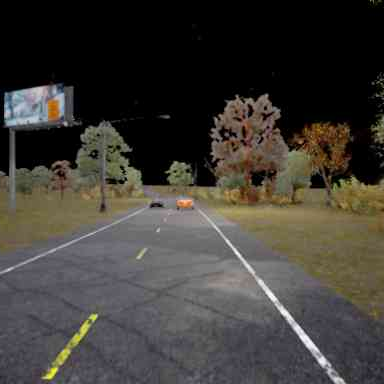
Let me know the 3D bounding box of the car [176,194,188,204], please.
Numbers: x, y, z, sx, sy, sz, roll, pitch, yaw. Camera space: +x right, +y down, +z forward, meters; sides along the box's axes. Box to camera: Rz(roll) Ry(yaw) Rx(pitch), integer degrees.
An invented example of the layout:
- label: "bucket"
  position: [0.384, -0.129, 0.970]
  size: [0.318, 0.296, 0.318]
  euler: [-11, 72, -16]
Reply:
- label: "car"
  position: [-1.948, 1.309, 62.628]
  size: [2.097, 1.767, 4.553]
  euler: [0, 0, -4]

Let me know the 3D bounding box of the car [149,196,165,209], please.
- label: "car"
  position: [-4.626, 1.587, 44.246]
  size: [1.895, 1.301, 4.718]
  euler: [0, 0, -2]

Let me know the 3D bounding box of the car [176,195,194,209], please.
- label: "car"
  position: [-0.930, 1.335, 43.949]
  size: [2.097, 1.767, 4.553]
  euler: [0, 0, -3]
